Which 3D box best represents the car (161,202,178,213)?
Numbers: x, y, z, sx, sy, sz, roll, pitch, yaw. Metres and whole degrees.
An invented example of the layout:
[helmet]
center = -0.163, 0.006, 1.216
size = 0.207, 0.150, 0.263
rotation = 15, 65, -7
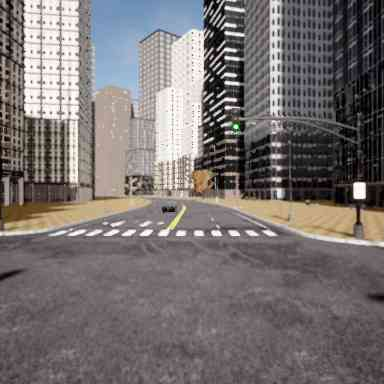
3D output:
[car]
center = -2.893, 1.945, 42.861
size = 1.895, 1.301, 4.718
rotation = 0, 0, 1
